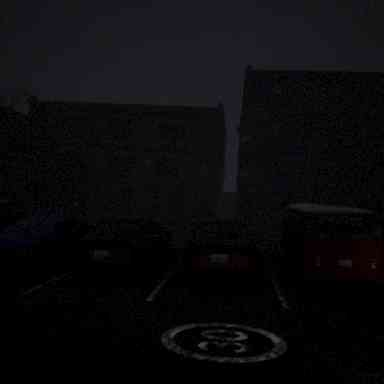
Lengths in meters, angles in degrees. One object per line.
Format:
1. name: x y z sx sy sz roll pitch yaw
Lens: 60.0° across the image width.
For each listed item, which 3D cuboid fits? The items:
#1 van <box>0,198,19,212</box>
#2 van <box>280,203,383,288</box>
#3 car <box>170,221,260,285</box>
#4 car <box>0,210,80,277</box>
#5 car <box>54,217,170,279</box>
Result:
1. van: -7.406 1.210 11.011 1.878 1.987 4.442 1 0 7
2. van: 3.717 1.344 9.600 1.878 1.987 4.442 1 0 7
3. car: 0.922 1.565 9.865 2.163 1.488 4.792 1 0 7
4. car: -4.643 1.469 10.547 2.097 1.535 5.008 1 0 7
5. car: -1.859 1.532 10.217 2.163 1.488 4.792 1 0 7
